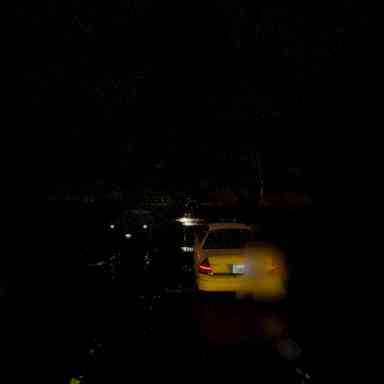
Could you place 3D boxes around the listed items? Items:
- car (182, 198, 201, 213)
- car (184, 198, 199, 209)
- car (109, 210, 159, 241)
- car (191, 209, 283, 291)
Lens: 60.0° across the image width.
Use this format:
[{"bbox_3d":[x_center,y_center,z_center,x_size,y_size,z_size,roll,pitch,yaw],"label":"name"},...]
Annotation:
[{"bbox_3d":[-0.002,1.517,37.440,1.812,1.442,4.674,0,0,0],"label":"car"},{"bbox_3d":[-0.073,1.554,46.331,1.994,1.385,4.181,0,0,1],"label":"car"},{"bbox_3d":[-2.786,1.597,16.768,1.895,1.301,4.718,0,0,0],"label":"car"},{"bbox_3d":[0.944,1.453,8.944,1.801,1.575,5.366,0,0,0],"label":"car"}]
